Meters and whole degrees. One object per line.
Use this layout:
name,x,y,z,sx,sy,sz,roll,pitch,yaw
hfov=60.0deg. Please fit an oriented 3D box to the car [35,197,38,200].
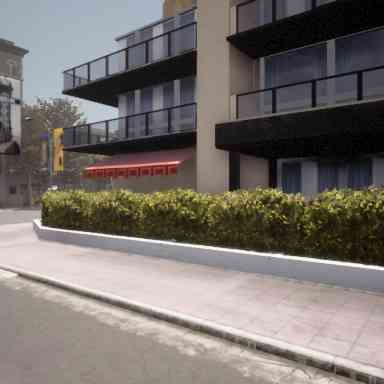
car,-34.513,1.486,68.377,4.892,1.521,2.231,0,0,37
